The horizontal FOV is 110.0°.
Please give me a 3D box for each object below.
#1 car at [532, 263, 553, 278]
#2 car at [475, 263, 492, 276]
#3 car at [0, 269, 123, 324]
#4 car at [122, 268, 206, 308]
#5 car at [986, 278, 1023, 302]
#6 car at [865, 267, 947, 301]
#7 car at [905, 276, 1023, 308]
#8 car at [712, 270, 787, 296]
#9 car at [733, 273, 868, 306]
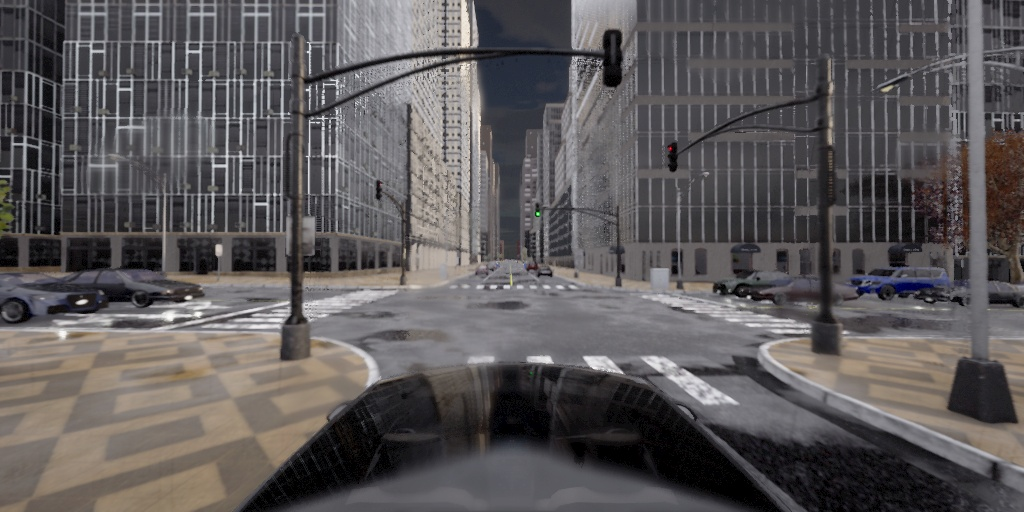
[{"bbox_3d":[3.879,1.874,43.403,1.948,1.339,4.313,0,0,0],"label":"car"},{"bbox_3d":[-4.080,1.959,48.886,1.802,1.307,4.207,0,0,0],"label":"car"},{"bbox_3d":[-15.091,1.182,10.847,4.181,1.385,1.994,1,-1,-3],"label":"car"},{"bbox_3d":[-15.368,1.202,14.121,5.357,1.411,2.033,1,-1,0],"label":"car"},{"bbox_3d":[34.542,2.223,23.147,5.357,1.411,2.033,1,-1,-3],"label":"car"},{"bbox_3d":[24.316,1.707,22.671,5.566,2.045,2.150,1,-1,-3],"label":"car"},{"bbox_3d":[25.166,2.008,19.455,5.357,1.411,2.033,1,-1,-3],"label":"car"},{"bbox_3d":[14.973,1.665,22.229,4.553,1.767,2.097,1,-1,-3],"label":"car"},{"bbox_3d":[15.107,1.821,18.978,5.357,1.411,2.033,1,-1,-3],"label":"car"}]
